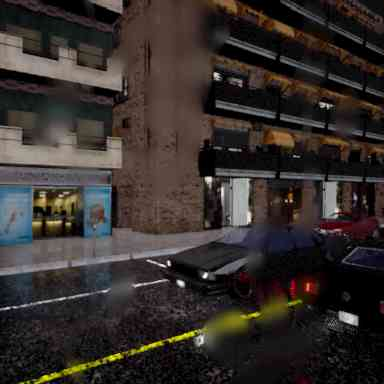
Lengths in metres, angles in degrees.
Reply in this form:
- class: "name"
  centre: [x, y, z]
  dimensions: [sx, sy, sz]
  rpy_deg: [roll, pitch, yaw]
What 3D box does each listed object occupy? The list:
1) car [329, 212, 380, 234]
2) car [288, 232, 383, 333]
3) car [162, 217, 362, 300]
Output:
- class: "car"
  centre: [7.188, 1.591, 15.529]
  dimensions: [4.206, 1.307, 1.802]
  rpy_deg: [0, 0, -35]
- class: "car"
  centre: [4.155, 1.605, 6.265]
  dimensions: [4.718, 1.301, 1.895]
  rpy_deg: [0, 0, -35]
- class: "car"
  centre: [1.931, 1.553, 8.611]
  dimensions: [5.357, 1.411, 2.033]
  rpy_deg: [0, 0, -35]
